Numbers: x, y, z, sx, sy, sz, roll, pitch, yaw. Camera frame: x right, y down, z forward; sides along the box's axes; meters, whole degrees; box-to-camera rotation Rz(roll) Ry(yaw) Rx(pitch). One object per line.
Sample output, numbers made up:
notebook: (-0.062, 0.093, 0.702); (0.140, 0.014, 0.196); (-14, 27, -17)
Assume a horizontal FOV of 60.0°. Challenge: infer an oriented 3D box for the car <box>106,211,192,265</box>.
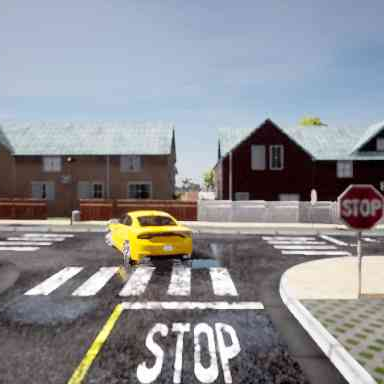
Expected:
car: (-1.668, 1.404, 11.645); (1.882, 1.535, 5.008); (1, 0, -24)
